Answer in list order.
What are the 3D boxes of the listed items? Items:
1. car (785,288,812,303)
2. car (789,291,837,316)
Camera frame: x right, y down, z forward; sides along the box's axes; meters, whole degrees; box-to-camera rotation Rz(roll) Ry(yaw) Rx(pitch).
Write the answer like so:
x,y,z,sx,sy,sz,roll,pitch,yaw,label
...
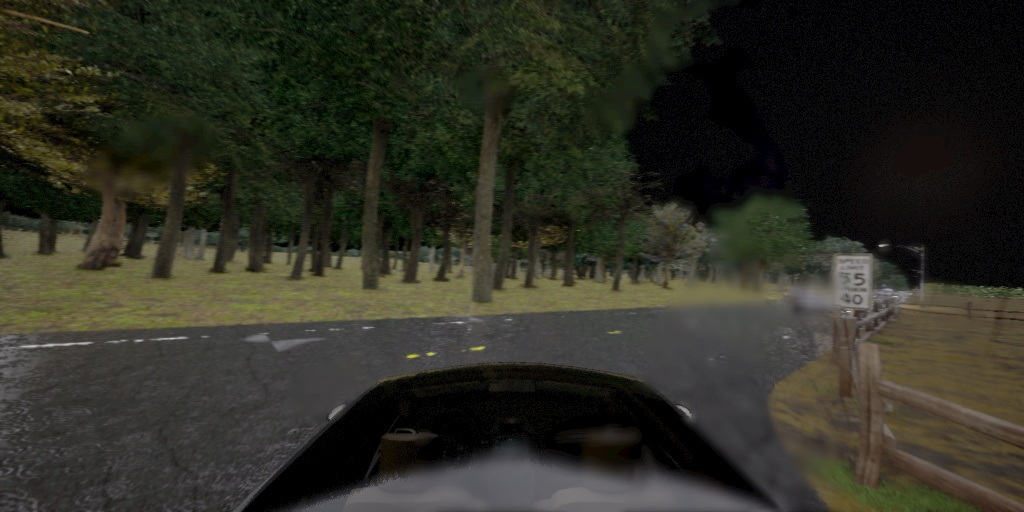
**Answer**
x,y,z,sx,sy,sz,roll,pitch,yaw,label
31.500,4.302,39.047,4.553,1.767,2.097,5,-3,-41,car
22.280,3.551,26.324,4.181,1.385,1.994,5,-3,-41,car
